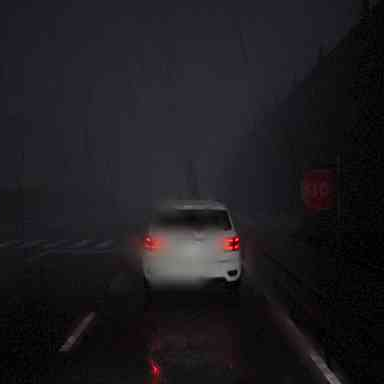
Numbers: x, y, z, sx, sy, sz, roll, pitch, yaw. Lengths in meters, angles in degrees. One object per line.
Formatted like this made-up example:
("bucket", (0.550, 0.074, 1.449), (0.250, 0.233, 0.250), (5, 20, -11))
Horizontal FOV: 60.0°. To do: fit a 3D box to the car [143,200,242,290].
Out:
("car", (-0.014, 1.220, 9.233), (2.150, 2.045, 5.566), (0, 0, -1))
